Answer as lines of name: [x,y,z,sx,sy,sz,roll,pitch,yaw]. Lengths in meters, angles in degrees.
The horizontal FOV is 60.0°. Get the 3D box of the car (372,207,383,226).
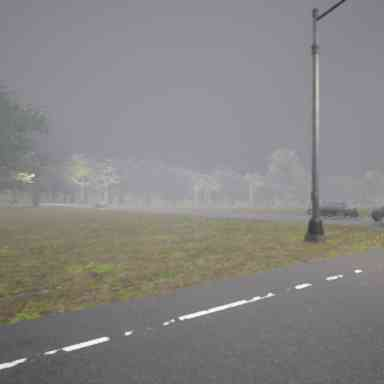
car: [13.976,1.474,20.793,1.837,1.490,4.892,1,-1,-36]

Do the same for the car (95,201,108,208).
car: [-18.204,2.543,66.787,1.812,1.442,4.674,2,-2,-30]

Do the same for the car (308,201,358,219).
car: [13.827,1.694,33.009,2.097,1.767,4.553,3,-3,-36]
